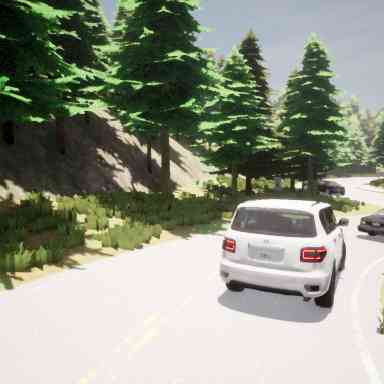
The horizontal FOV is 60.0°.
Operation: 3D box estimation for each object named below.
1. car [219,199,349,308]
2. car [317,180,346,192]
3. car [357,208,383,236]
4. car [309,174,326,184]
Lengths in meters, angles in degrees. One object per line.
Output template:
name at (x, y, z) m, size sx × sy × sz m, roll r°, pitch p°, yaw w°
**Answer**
car at (2.551, 1.198, 8.361) m, size 2.150 × 2.045 × 5.566 m, roll 3°, pitch 2°, yaw 27°
car at (16.072, -0.561, 38.911) m, size 1.882 × 1.535 × 5.008 m, roll -1°, pitch 5°, yaw -2°
car at (10.131, 1.410, 15.809) m, size 5.357 × 1.411 × 2.033 m, roll -1°, pitch 5°, yaw -32°
car at (22.059, -2.332, 58.233) m, size 1.882 × 1.535 × 5.008 m, roll 3°, pitch 6°, yaw 31°
